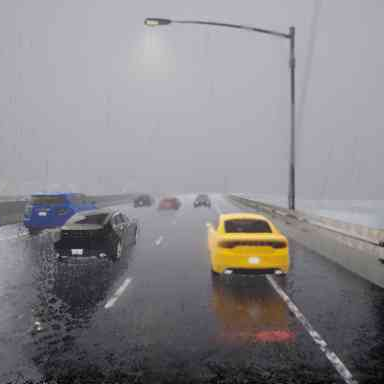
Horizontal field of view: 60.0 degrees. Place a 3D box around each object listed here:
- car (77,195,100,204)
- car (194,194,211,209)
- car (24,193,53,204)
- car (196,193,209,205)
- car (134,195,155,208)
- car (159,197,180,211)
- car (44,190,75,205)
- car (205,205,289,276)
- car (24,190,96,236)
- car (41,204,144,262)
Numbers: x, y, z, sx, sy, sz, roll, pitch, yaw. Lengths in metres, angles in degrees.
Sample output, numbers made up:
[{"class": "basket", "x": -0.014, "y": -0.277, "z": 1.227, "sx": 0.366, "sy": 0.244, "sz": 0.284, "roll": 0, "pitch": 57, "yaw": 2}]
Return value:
[{"class": "car", "x": -15.891, "y": 1.102, "z": 51.351, "sx": 1.895, "sy": 1.301, "sz": 4.718, "roll": 0, "pitch": 1, "yaw": 3}, {"class": "car", "x": 1.226, "y": 1.218, "z": 38.414, "sx": 1.895, "sy": 1.301, "sz": 4.718, "roll": 0, "pitch": 1, "yaw": 3}, {"class": "car", "x": -22.957, "y": 0.991, "z": 50.043, "sx": 1.882, "sy": 1.535, "sz": 5.008, "roll": 0, "pitch": 1, "yaw": 3}, {"class": "car", "x": 1.580, "y": 1.004, "z": 48.373, "sx": 1.882, "sy": 1.535, "sz": 5.008, "roll": 0, "pitch": 1, "yaw": 3}, {"class": "car", "x": -5.685, "y": 1.077, "z": 40.287, "sx": 1.882, "sy": 1.535, "sz": 5.008, "roll": 0, "pitch": 0, "yaw": 2}, {"class": "car", "x": -2.359, "y": 1.207, "z": 35.637, "sx": 1.994, "sy": 1.385, "sz": 4.181, "roll": 0, "pitch": 1, "yaw": 2}, {"class": "car", "x": -19.490, "y": 0.740, "z": 49.364, "sx": 2.150, "sy": 2.045, "sz": 5.566, "roll": 0, "pitch": 1, "yaw": 3}, {"class": "car", "x": 1.465, "y": 1.374, "z": 10.005, "sx": 1.882, "sy": 1.535, "sz": 5.008, "roll": 0, "pitch": 1, "yaw": 1}, {"class": "car", "x": -6.480, "y": 1.041, "z": 17.288, "sx": 2.150, "sy": 2.045, "sz": 5.566, "roll": 0, "pitch": 0, "yaw": 2}, {"class": "car", "x": -3.118, "y": 1.382, "z": 11.631, "sx": 1.837, "sy": 1.490, "sz": 4.892, "roll": 0, "pitch": 0, "yaw": 1}]
